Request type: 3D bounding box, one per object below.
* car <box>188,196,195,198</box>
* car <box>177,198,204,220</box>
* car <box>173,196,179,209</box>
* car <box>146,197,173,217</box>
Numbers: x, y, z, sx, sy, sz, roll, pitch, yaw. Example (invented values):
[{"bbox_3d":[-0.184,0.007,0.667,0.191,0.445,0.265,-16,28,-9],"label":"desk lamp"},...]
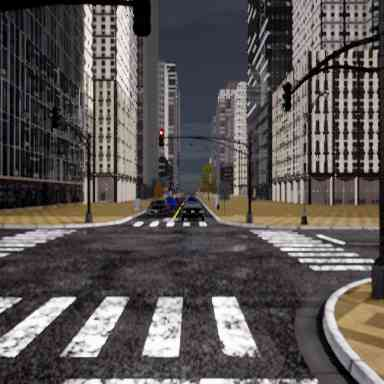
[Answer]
[{"bbox_3d":[-0.094,1.470,61.119,1.812,1.442,4.674,0,0,0],"label":"car"},{"bbox_3d":[0.060,1.524,27.623,2.033,1.411,5.357,0,0,0],"label":"car"},{"bbox_3d":[-3.164,1.437,45.558,1.882,1.535,5.008,0,0,0],"label":"car"},{"bbox_3d":[-3.148,1.478,31.374,1.837,1.490,4.892,0,0,0],"label":"car"}]
